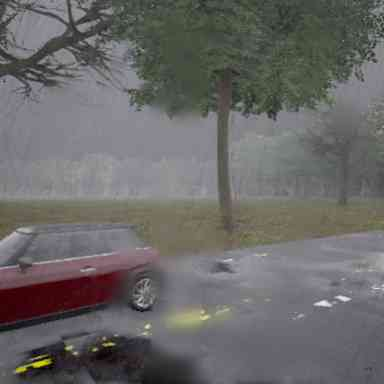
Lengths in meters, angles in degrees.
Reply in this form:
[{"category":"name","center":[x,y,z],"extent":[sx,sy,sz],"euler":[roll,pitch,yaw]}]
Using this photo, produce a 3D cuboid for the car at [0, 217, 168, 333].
[{"category":"car","center":[-2.788,1.400,6.174],"extent":[4.553,1.767,2.097],"euler":[0,0,-36]}]
